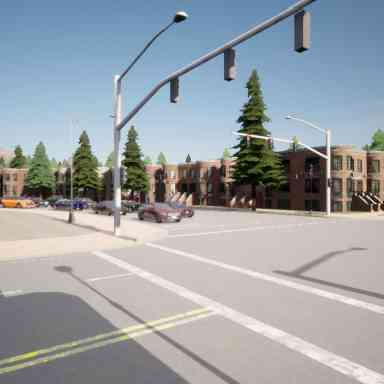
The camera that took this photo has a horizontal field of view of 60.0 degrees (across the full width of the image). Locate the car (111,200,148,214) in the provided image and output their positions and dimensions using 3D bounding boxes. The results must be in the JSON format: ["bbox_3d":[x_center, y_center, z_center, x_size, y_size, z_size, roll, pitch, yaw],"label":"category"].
[{"bbox_3d":[-6.977,1.601,36.992,1.895,1.301,4.718,0,0,-41],"label":"car"}]

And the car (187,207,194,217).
[{"bbox_3d":[-1.613,1.564,30.066,1.994,1.385,4.181,0,0,-37],"label":"car"}]

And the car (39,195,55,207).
[{"bbox_3d":[-23.286,1.492,49.070,4.902,1.511,2.128,0,0,23],"label":"car"}]

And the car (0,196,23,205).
[{"bbox_3d":[-32.892,1.492,58.985,4.902,1.511,2.128,0,0,9],"label":"car"}]

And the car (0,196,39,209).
[{"bbox_3d":[-23.695,1.352,45.390,4.553,1.767,2.097,0,0,25],"label":"car"}]

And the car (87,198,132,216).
[{"bbox_3d":[-8.279,1.547,33.224,2.033,1.411,5.357,0,0,-38],"label":"car"}]

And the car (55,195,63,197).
[{"bbox_3d":[-23.208,1.352,56.519,4.553,1.767,2.097,0,0,21],"label":"car"}]

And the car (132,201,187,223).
[{"bbox_3d":[-2.598,1.526,25.546,1.812,1.442,4.674,0,0,-35],"label":"car"}]

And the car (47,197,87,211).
[{"bbox_3d":[-14.971,1.601,39.995,4.718,1.301,1.895,0,0,38],"label":"car"}]
